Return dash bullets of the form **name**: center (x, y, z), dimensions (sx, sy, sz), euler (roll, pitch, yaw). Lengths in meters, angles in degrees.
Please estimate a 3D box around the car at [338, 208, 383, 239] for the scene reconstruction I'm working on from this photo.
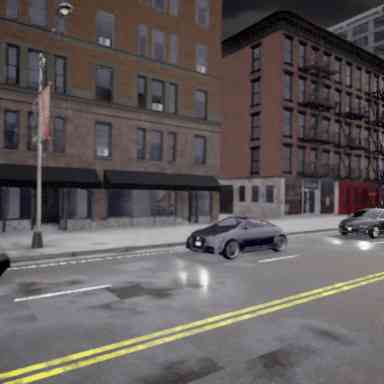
- **car**: center (10.321, 1.720, 18.995), dimensions (4.892, 1.490, 1.837), euler (1, 0, -35)

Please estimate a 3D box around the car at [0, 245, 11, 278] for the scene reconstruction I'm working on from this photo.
- **car**: center (-6.579, 1.585, 6.975), dimensions (4.718, 1.301, 1.895), euler (1, 0, -35)

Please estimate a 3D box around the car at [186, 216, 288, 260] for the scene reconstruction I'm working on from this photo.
- **car**: center (1.825, 1.664, 12.980), dimensions (4.181, 1.385, 1.994), euler (1, 0, -37)
